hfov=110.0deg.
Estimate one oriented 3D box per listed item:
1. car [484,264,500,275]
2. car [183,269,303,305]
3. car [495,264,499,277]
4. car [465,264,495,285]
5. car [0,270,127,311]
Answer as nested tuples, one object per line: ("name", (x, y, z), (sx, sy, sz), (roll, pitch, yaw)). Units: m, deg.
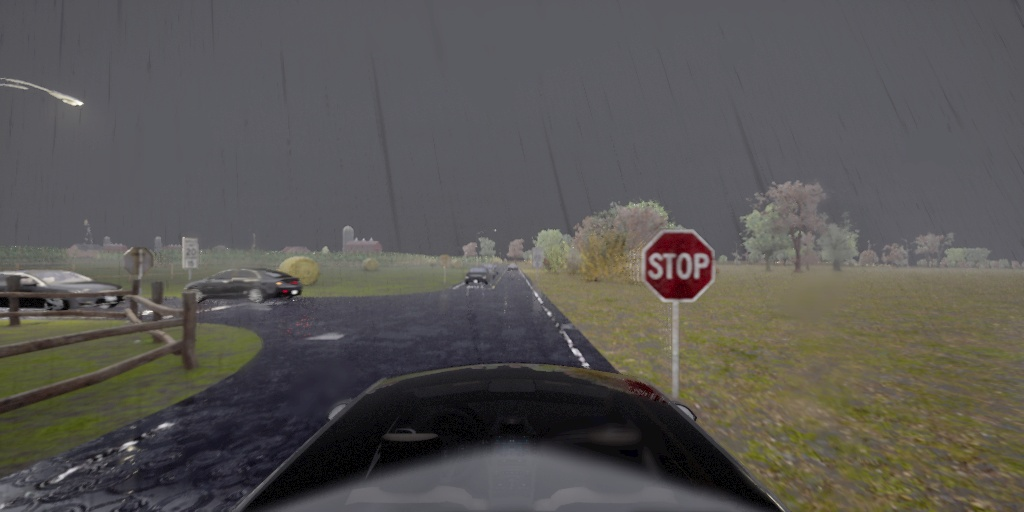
("car", (-2.762, 1.888, 51.071), (2.033, 1.411, 5.357), (0, -1, 0))
("car", (-12.021, 1.331, 16.095), (4.892, 1.490, 1.837), (0, -1, 6))
("car", (-2.793, 1.702, 40.734), (2.128, 1.511, 4.902), (0, -1, 0))
("car", (-2.817, 1.634, 30.545), (2.033, 1.411, 5.357), (0, -1, 0))
("car", (-17.226, 1.279, 13.208), (4.902, 1.511, 2.128), (0, 0, 0))
